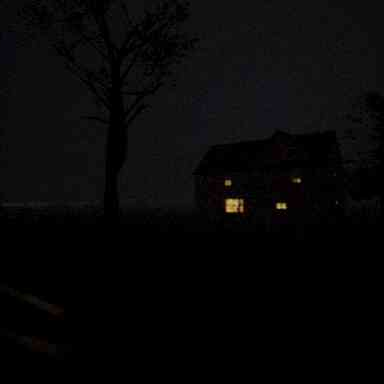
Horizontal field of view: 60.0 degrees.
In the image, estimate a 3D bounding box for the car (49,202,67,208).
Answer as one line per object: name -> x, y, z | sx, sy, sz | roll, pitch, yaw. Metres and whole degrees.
car -> -34.092, 3.320, 84.269 | 2.033, 1.411, 5.357 | -1, -2, 18
